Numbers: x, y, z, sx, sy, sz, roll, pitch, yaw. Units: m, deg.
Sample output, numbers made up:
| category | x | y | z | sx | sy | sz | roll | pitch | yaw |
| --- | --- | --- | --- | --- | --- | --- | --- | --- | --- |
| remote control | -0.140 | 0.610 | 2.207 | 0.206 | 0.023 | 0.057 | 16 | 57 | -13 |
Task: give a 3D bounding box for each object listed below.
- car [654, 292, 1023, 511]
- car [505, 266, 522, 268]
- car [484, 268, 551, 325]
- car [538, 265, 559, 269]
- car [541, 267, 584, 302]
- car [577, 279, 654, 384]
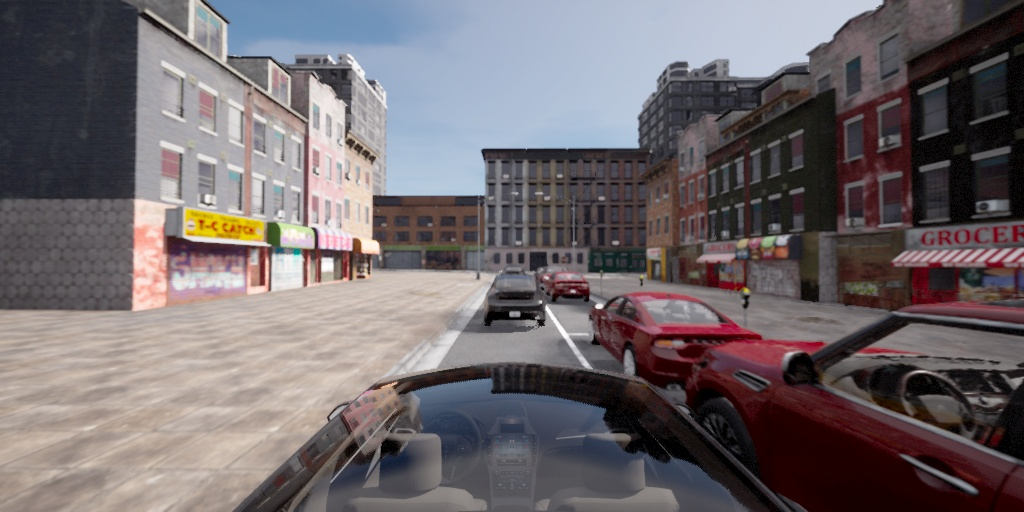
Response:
| category | x | y | z | sx | sy | sz | roll | pitch | yaw |
| --- | --- | --- | --- | --- | --- | --- | --- | --- | --- |
| car | 2.637 | 1.062 | 1.318 | 2.192 | 1.841 | 5.009 | 0 | 0 | 0 |
| car | 0.111 | 1.478 | 28.052 | 1.837 | 1.490 | 4.892 | 0 | 0 | 0 |
| car | 0.091 | 1.343 | 12.226 | 1.837 | 1.490 | 4.892 | 0 | 0 | 0 |
| car | 2.662 | 1.371 | 23.331 | 1.967 | 1.591 | 4.097 | 0 | 0 | 0 |
| car | 2.656 | 1.429 | 17.828 | 1.888 | 1.381 | 4.507 | 0 | 0 | 0 |
| car | 2.644 | 1.337 | 6.821 | 1.888 | 1.381 | 4.507 | 0 | 0 | 0 |
